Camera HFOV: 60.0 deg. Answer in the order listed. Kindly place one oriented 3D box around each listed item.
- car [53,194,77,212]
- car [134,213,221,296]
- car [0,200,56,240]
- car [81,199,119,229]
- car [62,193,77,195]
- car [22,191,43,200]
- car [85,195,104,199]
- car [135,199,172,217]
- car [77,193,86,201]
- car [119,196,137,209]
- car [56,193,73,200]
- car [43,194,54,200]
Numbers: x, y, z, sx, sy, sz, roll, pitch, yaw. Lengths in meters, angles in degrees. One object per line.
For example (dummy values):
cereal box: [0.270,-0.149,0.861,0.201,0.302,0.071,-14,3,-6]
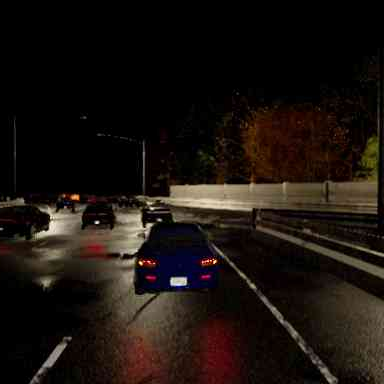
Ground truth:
car: [-14.158,1.349,37.167,1.837,1.490,4.892,0,0,-21]
car: [-0.420,1.490,8.500,1.812,1.442,4.674,0,0,-4]
car: [-8.491,1.408,16.548,1.882,1.535,5.008,0,0,-10]
car: [-5.767,1.417,20.904,1.837,1.490,4.892,0,0,-11]
car: [-25.496,0.948,70.648,2.097,1.767,4.553,0,2,-39]
car: [-33.764,0.791,69.599,2.150,2.045,5.566,0,0,-43]
car: [-10.979,1.316,38.632,1.882,1.535,5.008,0,0,-21]
car: [-2.413,1.401,21.856,2.128,1.511,4.902,0,0,-11]
car: [-19.225,1.233,61.866,2.128,1.511,4.902,0,0,-33]
car: [-7.967,1.332,41.503,1.837,1.490,4.892,0,0,-27]
car: [-28.510,1.022,74.228,1.882,1.535,5.008,0,0,-43]
car: [-31.127,1.108,71.903,1.994,1.385,4.181,0,0,-43]
